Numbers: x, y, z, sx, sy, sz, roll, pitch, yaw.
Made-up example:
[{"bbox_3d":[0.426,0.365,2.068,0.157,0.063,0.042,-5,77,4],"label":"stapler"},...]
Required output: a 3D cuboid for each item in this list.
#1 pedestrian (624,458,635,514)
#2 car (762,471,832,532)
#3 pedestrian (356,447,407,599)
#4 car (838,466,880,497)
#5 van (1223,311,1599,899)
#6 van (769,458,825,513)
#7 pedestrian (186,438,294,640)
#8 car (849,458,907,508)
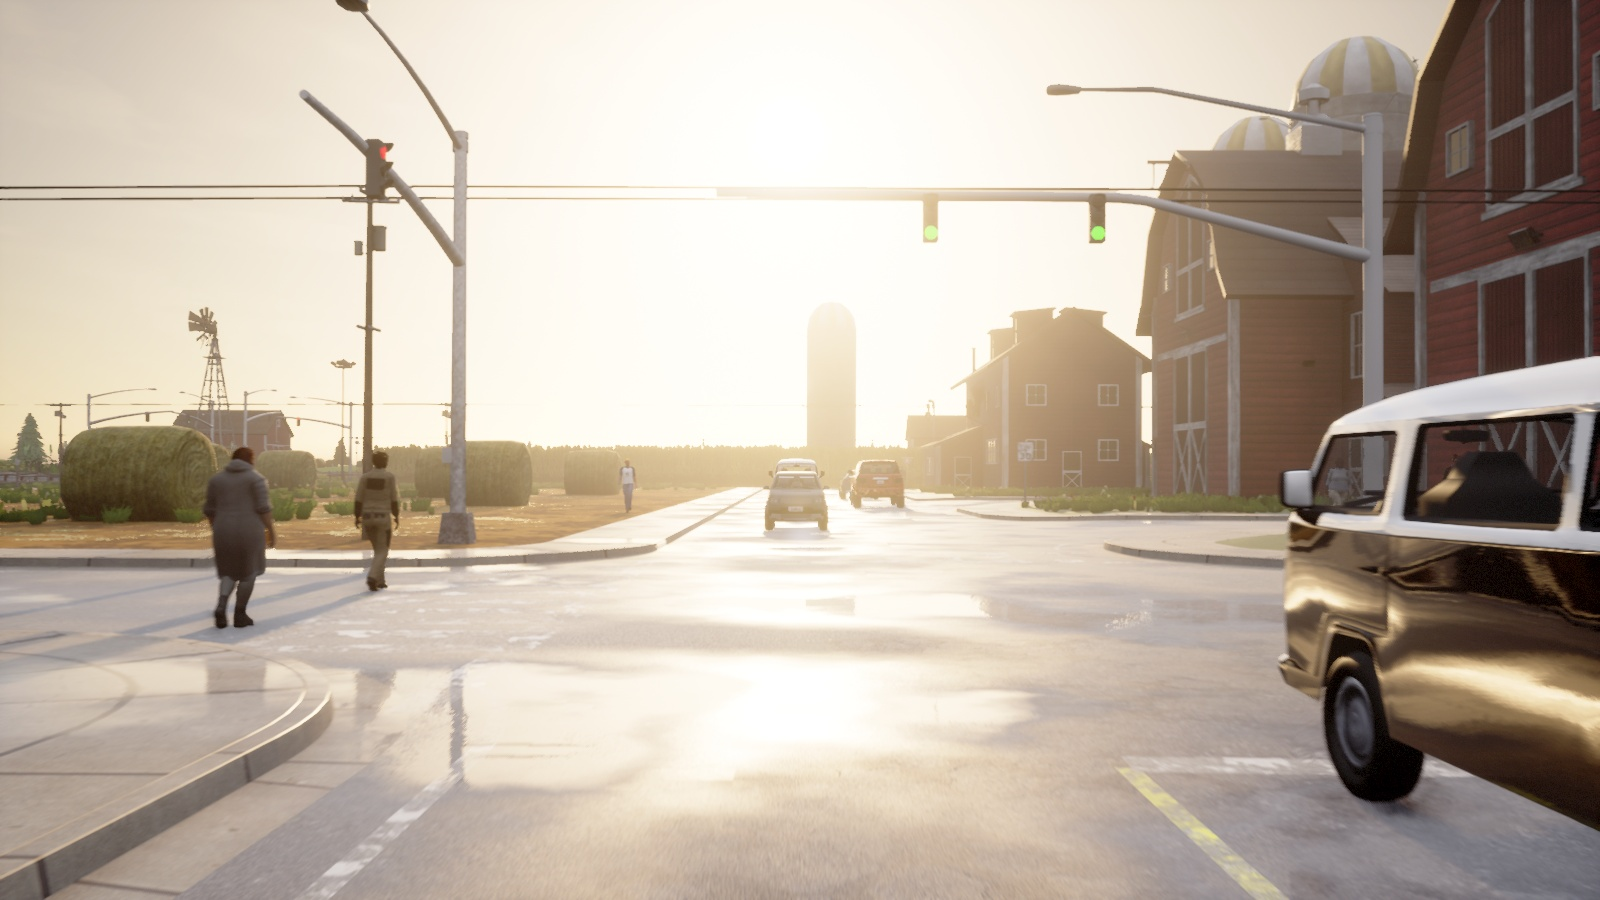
[{"bbox_3d":[-5.639,1.185,41.474,0.354,1.836,0.706,0,-1,-7],"label":"pedestrian"},{"bbox_3d":[-0.084,1.364,34.265,1.789,1.549,3.705,0,-1,0],"label":"car"},{"bbox_3d":[-5.428,0.931,16.323,0.396,1.930,0.692,0,-1,4],"label":"pedestrian"},{"bbox_3d":[3.326,1.775,71.368,2.152,1.651,5.027,0,-1,0],"label":"car"},{"bbox_3d":[3.487,0.608,4.999,2.069,2.038,4.480,0,-1,0],"label":"van"},{"bbox_3d":[-0.120,1.354,48.677,2.069,2.038,4.480,0,-1,0],"label":"van"},{"bbox_3d":[-5.594,0.870,12.584,0.659,1.952,0.873,0,-1,3],"label":"pedestrian"},{"bbox_3d":[3.362,1.413,55.222,2.150,2.045,5.566,-1,0,0],"label":"car"}]
